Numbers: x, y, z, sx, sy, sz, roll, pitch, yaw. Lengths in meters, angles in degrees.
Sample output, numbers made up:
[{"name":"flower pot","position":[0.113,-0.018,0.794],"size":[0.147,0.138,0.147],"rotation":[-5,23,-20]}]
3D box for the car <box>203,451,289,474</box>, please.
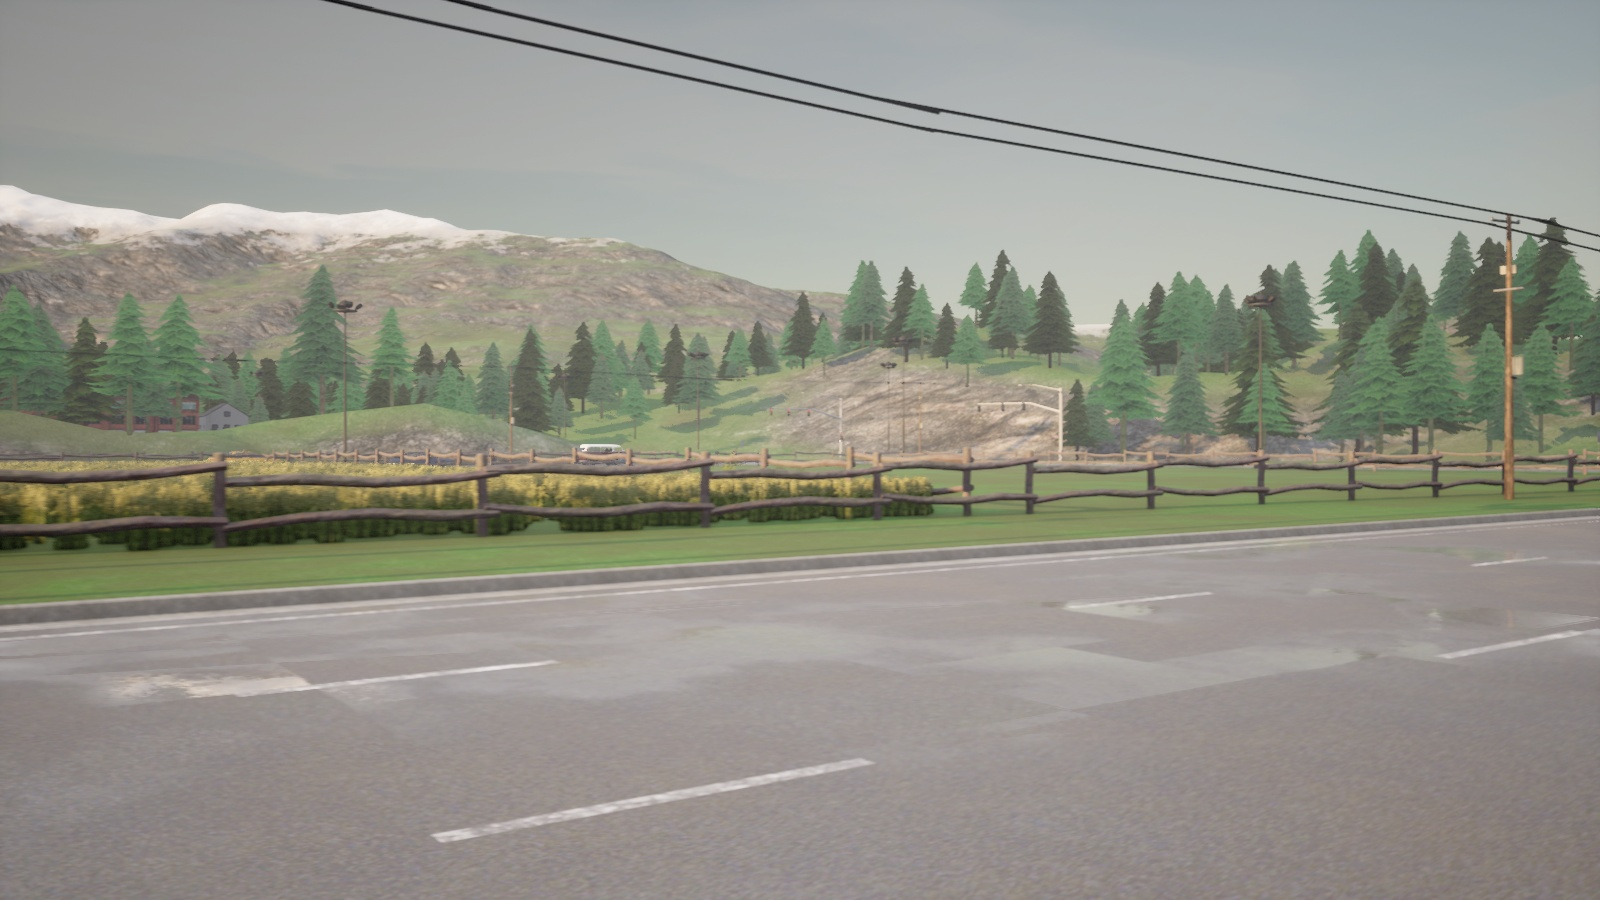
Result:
[{"name":"car","position":[-39.515,0.908,89.700],"size":[5.366,1.575,1.801],"rotation":[0,0,-35]}]
